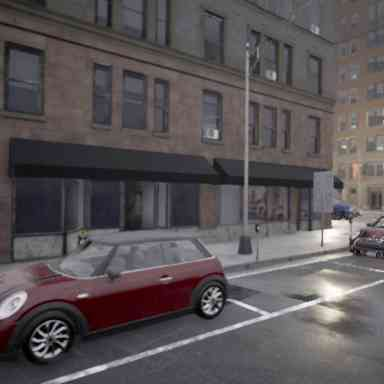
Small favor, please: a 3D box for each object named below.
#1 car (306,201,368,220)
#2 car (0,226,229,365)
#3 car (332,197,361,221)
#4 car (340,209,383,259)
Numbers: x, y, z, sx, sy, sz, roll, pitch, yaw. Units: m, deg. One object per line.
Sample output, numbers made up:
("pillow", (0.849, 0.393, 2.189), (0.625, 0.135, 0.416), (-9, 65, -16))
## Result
("car", (13.529, 1.641, 31.350), (2.128, 1.511, 4.902), (1, 0, -36))
("car", (-1.364, 1.457, 5.787), (4.097, 1.590, 1.967), (1, 0, -36))
("car", (11.400, 1.324, 28.757), (2.150, 2.045, 5.566), (1, 0, -36))
("car", (7.570, 1.547, 12.181), (4.097, 1.590, 1.967), (1, 0, -36))
